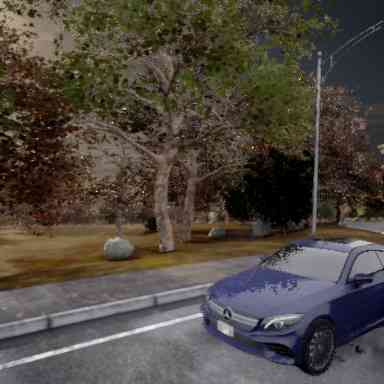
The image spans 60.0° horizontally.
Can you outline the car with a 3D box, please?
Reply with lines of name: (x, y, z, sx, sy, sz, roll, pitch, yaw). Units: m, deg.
car: (2.317, 1.559, 5.738, 4.674, 1.442, 1.812, 1, 0, -36)
